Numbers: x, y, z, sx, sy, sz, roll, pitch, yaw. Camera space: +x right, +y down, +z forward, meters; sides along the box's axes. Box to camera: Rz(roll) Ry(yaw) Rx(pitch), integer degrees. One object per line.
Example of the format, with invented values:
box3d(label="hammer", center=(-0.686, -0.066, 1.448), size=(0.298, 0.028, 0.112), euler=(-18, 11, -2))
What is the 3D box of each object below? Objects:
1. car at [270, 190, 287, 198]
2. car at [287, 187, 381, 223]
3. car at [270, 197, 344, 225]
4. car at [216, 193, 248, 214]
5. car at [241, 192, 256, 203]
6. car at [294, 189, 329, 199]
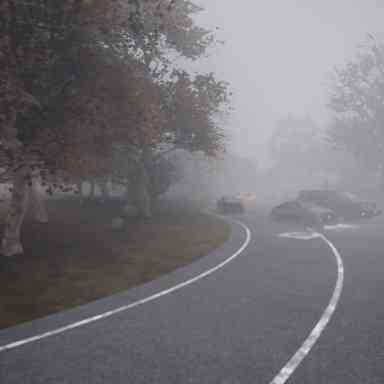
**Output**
box3d(label="car", center=(13.188, 0.470, 47.563), size=(4.553, 1.767, 2.097), euler=(-3, 2, -35))
box3d(label="car", center=(9.617, 0.843, 22.550), size=(2.150, 2.045, 5.566), euler=(-3, 2, -34))
box3d(label="car", center=(7.004, 1.266, 21.227), size=(1.994, 1.385, 4.181), euler=(-2, 1, -32))
box3d(label="car", center=(3.375, 1.116, 30.492), size=(1.882, 1.535, 5.008), euler=(-1, 1, -4))
box3d(label="car", center=(7.004, 0.791, 45.613), size=(1.882, 1.535, 5.008), euler=(-1, 1, 38))
box3d(label="car", center=(19.372, 0.301, 54.015), size=(4.902, 1.511, 2.128), euler=(-1, 1, -10))
